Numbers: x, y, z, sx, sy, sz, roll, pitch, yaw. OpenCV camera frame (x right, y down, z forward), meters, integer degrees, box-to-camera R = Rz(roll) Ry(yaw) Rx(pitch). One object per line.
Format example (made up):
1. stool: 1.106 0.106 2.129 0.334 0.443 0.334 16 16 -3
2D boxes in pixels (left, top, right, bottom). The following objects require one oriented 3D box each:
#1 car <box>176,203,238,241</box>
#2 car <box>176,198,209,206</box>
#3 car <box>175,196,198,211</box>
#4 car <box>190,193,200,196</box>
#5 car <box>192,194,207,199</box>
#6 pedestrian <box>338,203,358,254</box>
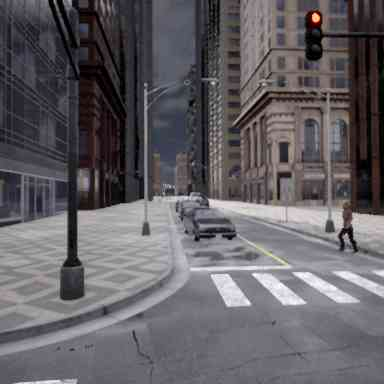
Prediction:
1. car: 0.699 1.537 16.927 2.033 1.411 5.357 0 0 -10
2. car: -0.088 1.495 27.152 1.837 1.490 4.892 0 0 -5
3. car: -0.920 1.487 37.438 2.128 1.511 4.902 0 0 -5
4. car: 0.553 1.227 58.481 2.150 2.045 5.566 0 0 -5
5. car: 1.400 1.498 48.105 1.837 1.490 4.892 0 0 -5
6. pedestrian: 5.553 1.268 11.897 0.375 1.860 0.375 1 -1 -5
